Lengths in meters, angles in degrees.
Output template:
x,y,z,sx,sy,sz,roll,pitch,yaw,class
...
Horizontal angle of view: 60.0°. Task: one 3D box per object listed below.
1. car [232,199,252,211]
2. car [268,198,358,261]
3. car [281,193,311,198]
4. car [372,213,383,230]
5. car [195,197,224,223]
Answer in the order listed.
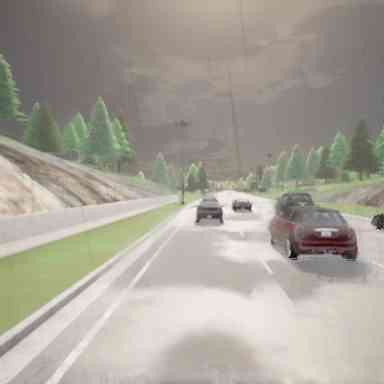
x,y,z,sx,sy,sz,roll,pitch,yaw,class
5.399,1.386,36.550,1.895,1.301,4.718,0,0,3,car
4.207,1.294,12.315,2.097,1.767,4.553,0,0,2,car
8.457,1.085,27.732,2.150,2.045,5.566,0,0,3,car
11.467,1.513,17.824,1.994,1.385,4.181,0,0,3,car
1.267,1.348,24.166,1.837,1.490,4.892,0,0,3,car
